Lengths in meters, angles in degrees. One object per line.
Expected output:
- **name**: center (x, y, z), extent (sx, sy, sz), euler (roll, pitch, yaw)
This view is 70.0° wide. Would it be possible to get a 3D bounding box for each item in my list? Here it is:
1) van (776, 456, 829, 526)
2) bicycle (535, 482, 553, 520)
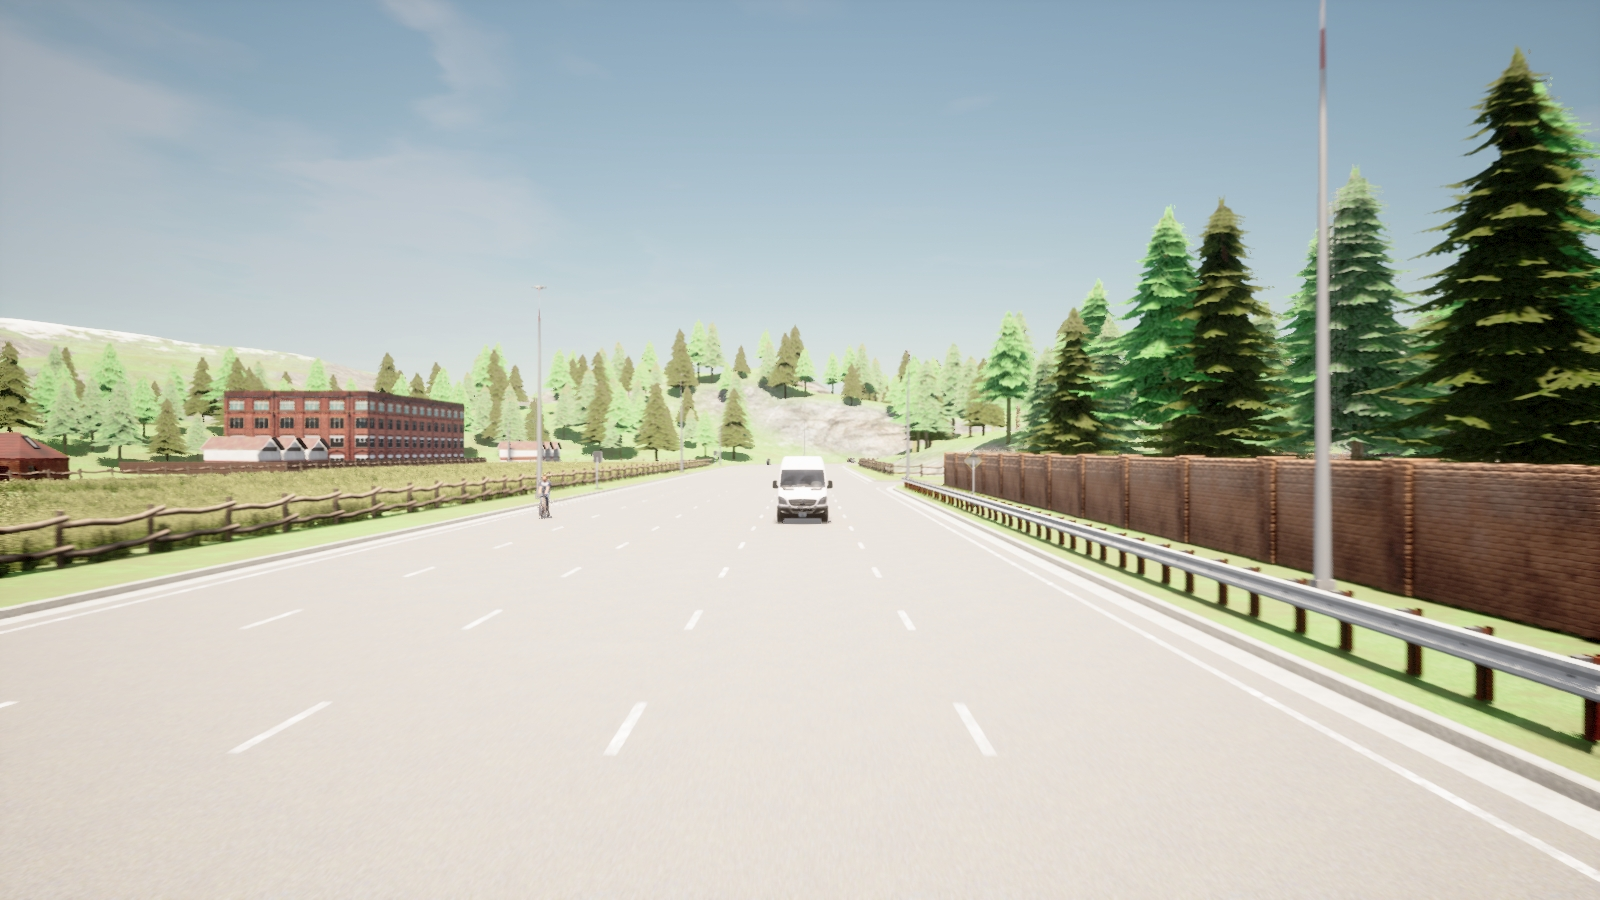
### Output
- **van**: center (0.112, 1.534, 45.411), extent (1.988, 2.561, 5.915), euler (0, 0, 0)
- **bicycle**: center (-10.382, 2.055, 46.364), extent (0.373, 1.496, 1.643), euler (0, 0, 0)
